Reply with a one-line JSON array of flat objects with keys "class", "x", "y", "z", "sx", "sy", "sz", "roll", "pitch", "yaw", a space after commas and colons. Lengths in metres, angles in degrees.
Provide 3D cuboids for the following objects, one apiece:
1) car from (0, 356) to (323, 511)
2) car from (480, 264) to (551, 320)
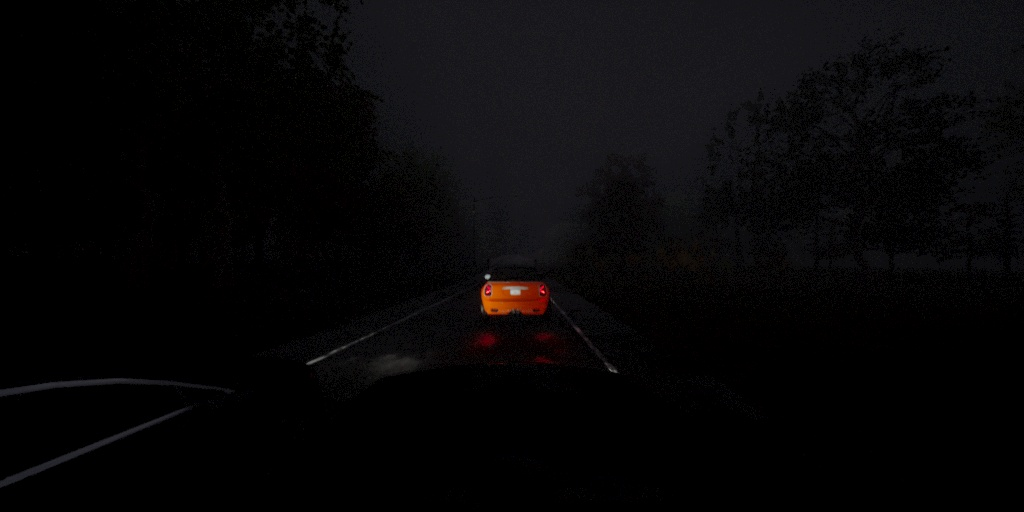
[{"class": "car", "x": -2.823, "y": 1.242, "z": 1.574, "sx": 2.128, "sy": 1.511, "sz": 4.902, "roll": 0, "pitch": 0, "yaw": 2}, {"class": "car", "x": 0.100, "y": 1.048, "z": 12.416, "sx": 2.097, "sy": 1.767, "sz": 4.553, "roll": 0, "pitch": 0, "yaw": 0}]
